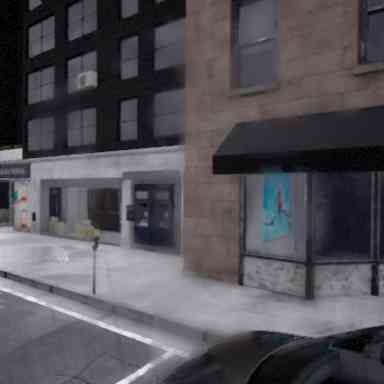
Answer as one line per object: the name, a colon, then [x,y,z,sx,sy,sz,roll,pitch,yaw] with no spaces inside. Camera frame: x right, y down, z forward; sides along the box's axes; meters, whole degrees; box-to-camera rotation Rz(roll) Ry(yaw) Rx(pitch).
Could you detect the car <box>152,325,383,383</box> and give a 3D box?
car: [1.592,1.568,1.941,4.313,1.339,1.947,1,1,35]
